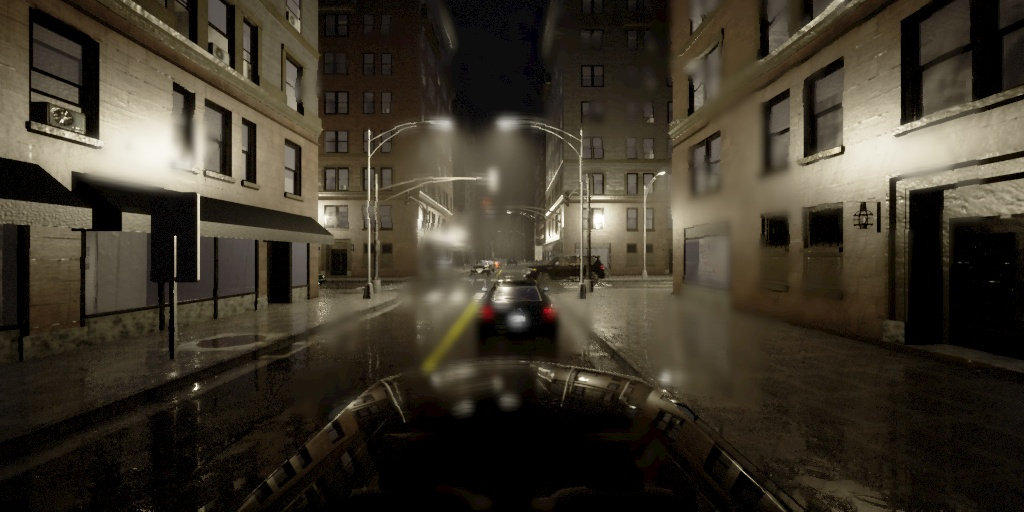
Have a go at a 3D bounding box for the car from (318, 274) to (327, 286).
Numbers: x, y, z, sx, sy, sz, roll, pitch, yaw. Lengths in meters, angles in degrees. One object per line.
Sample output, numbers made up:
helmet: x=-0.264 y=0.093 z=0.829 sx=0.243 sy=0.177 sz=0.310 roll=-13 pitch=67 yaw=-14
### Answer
car: x=-14.079 y=1.387 z=21.971 sx=4.718 sy=1.301 sz=1.895 roll=0 pitch=0 yaw=0

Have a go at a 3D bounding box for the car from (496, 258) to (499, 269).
car: x=-3.083 y=1.294 z=46.163 sx=2.033 sy=1.411 sz=5.357 roll=0 pitch=0 yaw=0

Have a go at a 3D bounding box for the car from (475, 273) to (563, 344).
car: x=0.117 y=1.314 z=9.592 sx=1.994 sy=1.385 sz=4.181 roll=0 pitch=0 yaw=-1

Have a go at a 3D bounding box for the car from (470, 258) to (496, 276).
car: x=-3.083 y=1.240 z=36.420 sx=2.128 sy=1.511 sz=4.902 roll=0 pitch=0 yaw=0

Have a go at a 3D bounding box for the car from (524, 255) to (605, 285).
car: x=3.521 y=0.962 z=24.363 sx=5.566 sy=2.045 sz=2.150 roll=0 pitch=0 yaw=-13

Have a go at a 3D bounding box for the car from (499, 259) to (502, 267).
car: x=-3.067 y=1.093 z=55.945 sx=2.097 sy=1.767 sz=4.553 roll=0 pitch=0 yaw=-1
